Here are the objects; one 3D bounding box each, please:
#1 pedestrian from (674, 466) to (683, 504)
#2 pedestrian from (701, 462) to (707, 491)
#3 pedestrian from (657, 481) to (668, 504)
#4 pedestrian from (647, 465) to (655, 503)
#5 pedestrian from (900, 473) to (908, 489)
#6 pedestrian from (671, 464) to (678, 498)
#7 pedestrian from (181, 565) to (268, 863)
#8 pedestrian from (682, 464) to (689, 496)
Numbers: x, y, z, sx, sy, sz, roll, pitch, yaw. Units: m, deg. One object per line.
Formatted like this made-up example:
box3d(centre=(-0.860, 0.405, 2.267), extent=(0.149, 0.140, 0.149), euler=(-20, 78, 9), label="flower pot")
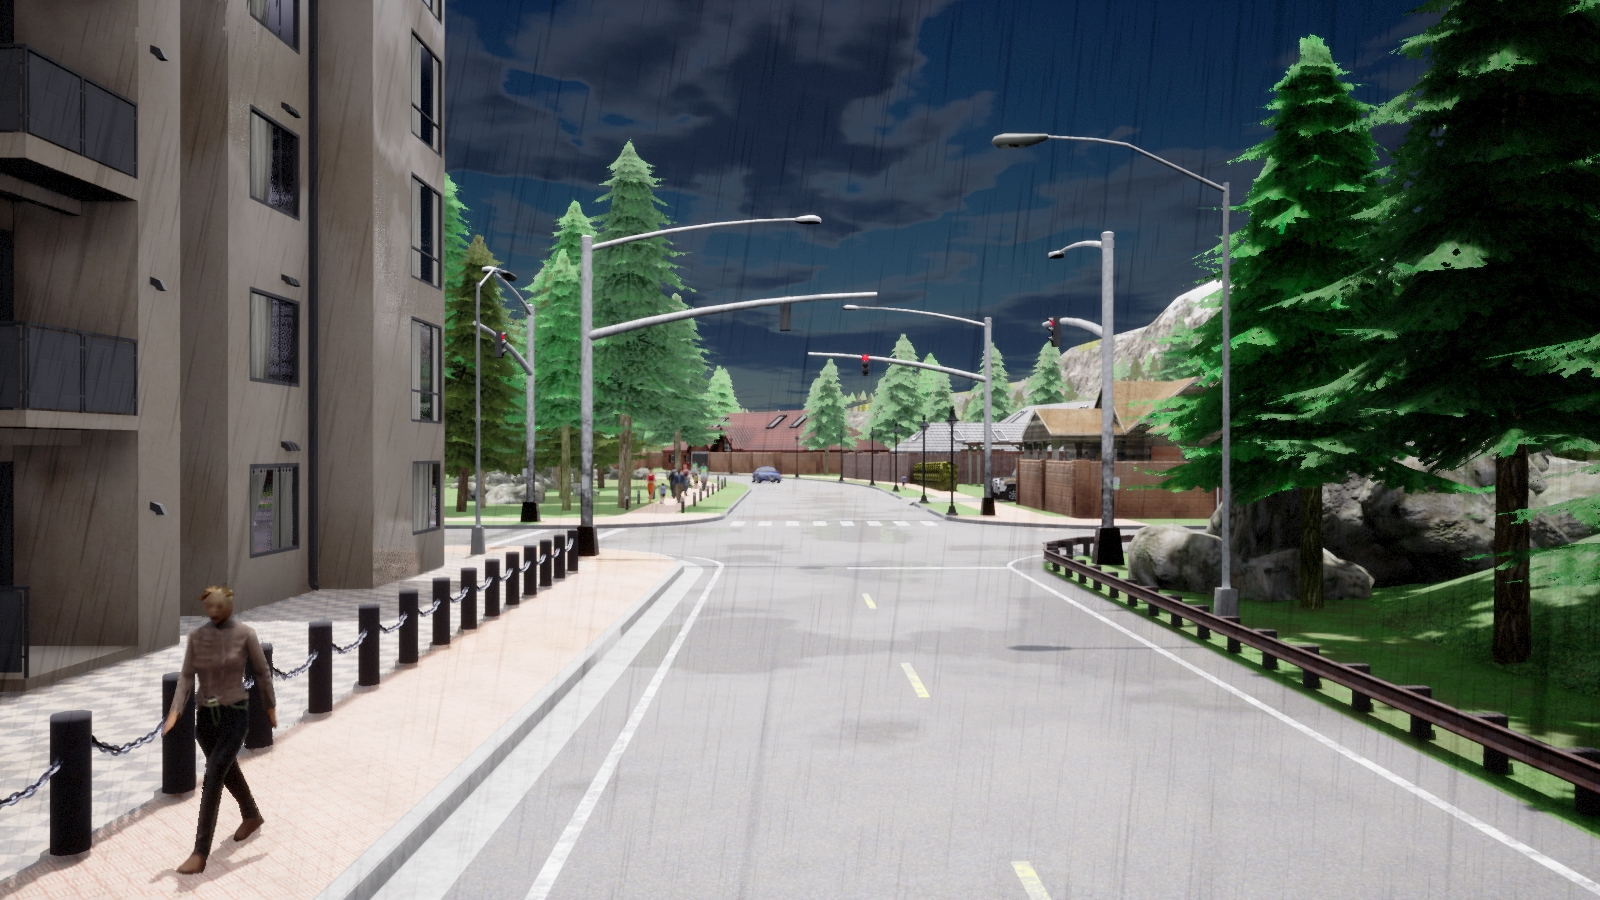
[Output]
box3d(centre=(-5.928, 1.697, 55.824), extent=(0.375, 1.860, 0.375), euler=(0, 0, -1), label="pedestrian")
box3d(centre=(-6.193, 1.708, 73.556), extent=(0.375, 1.860, 0.375), euler=(0, 0, -1), label="pedestrian")
box3d(centre=(-6.717, 2.080, 55.759), extent=(0.500, 1.100, 0.500), euler=(0, 0, -2), label="pedestrian")
box3d(centre=(-7.358, 1.698, 56.418), extent=(0.375, 1.860, 0.375), euler=(0, 0, 0), label="pedestrian")
box3d(centre=(7.006, 2.095, 76.865), extent=(0.500, 1.100, 0.500), euler=(0, 0, -3), label="pedestrian")
box3d(centre=(-6.941, 1.703, 62.956), extent=(0.375, 1.860, 0.375), euler=(0, 0, -8), label="pedestrian")
box3d(centre=(-3.755, 1.698, 7.469), extent=(0.375, 1.860, 0.375), euler=(0, 0, -1), label="pedestrian")
box3d(centre=(-6.488, 1.703, 64.952), extent=(0.375, 1.860, 0.375), euler=(0, 0, -2), label="pedestrian")
